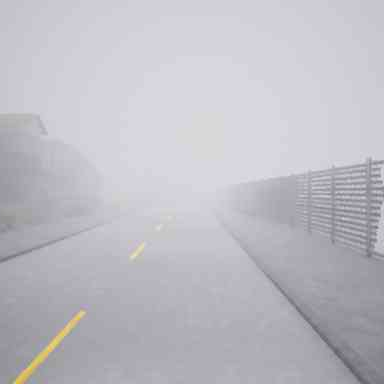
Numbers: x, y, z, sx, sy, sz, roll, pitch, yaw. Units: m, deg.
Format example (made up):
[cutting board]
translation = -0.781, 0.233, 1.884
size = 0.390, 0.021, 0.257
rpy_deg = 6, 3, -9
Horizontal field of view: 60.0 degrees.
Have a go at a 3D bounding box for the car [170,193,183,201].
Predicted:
[car]
translation = -3.990, 1.218, 80.758
size = 2.150, 2.045, 5.566
rpy_deg = 0, 0, 0
